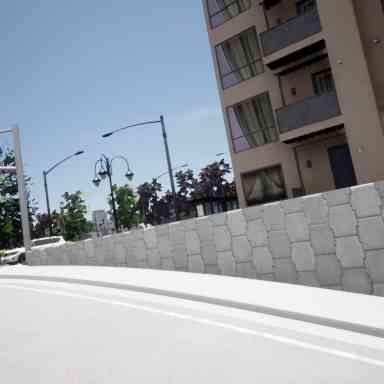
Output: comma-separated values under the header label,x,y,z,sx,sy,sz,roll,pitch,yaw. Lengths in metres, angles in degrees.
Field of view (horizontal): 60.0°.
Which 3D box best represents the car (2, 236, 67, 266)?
label,x,y,z,sx,sy,sz,roll,pitch,yaw
car,-14.122,5.314,30.277,2.150,2.045,5.566,-14,-8,35
